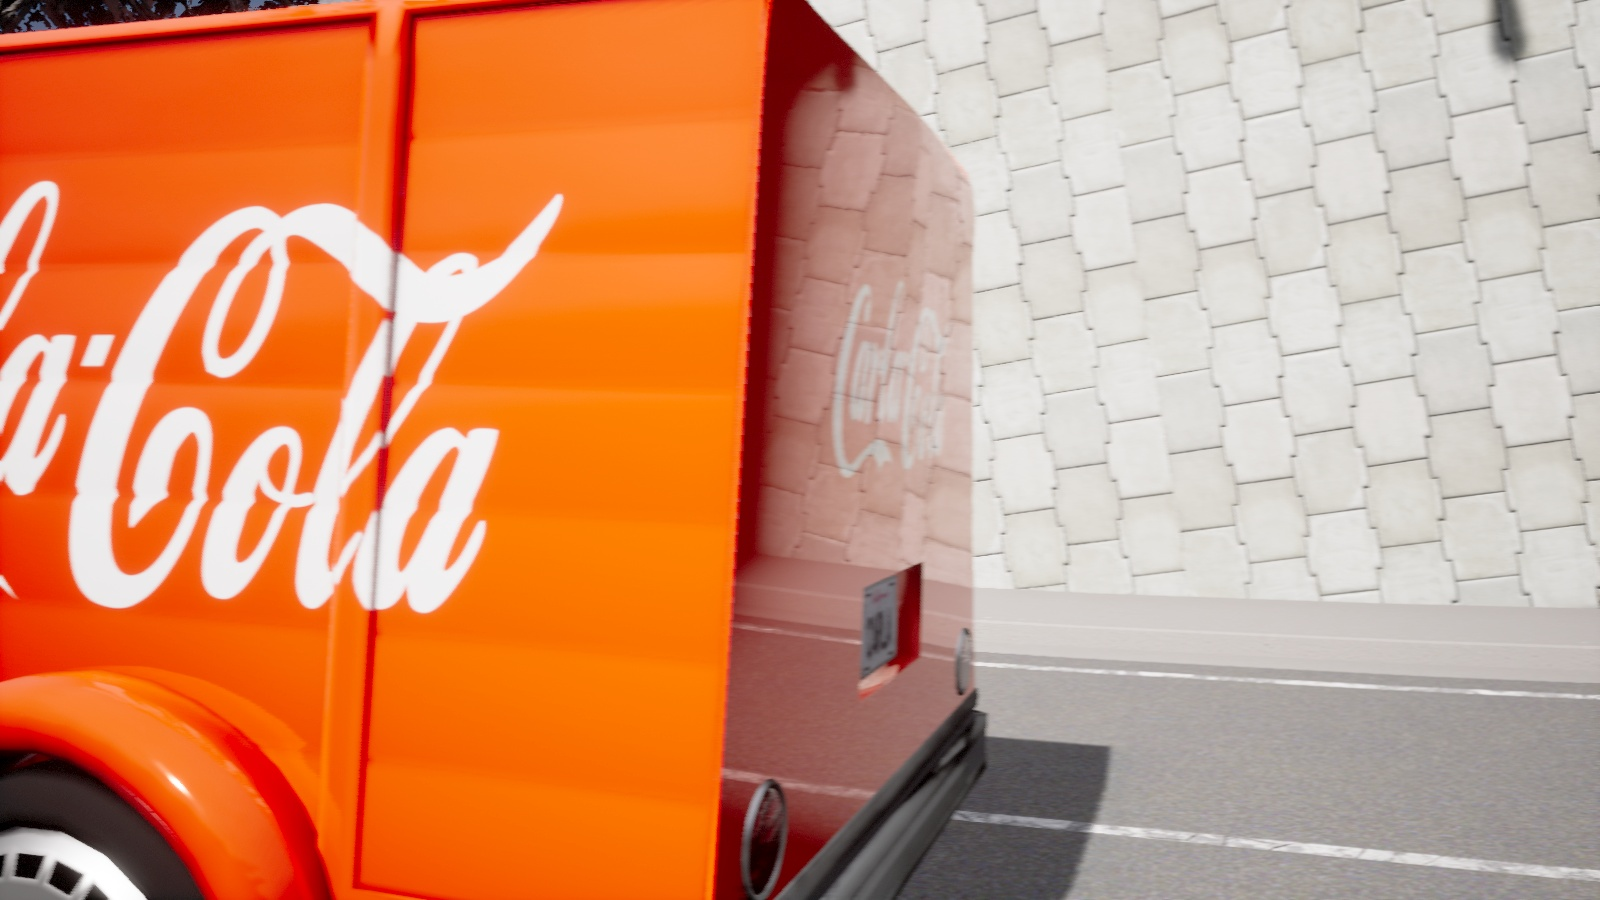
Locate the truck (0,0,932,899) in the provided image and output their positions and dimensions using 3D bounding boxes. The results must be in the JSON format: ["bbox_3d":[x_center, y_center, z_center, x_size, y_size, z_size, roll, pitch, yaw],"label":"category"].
[{"bbox_3d":[-2.454,0.259,4.011,5.204,2.467,2.627,2,1,19],"label":"truck"}]
